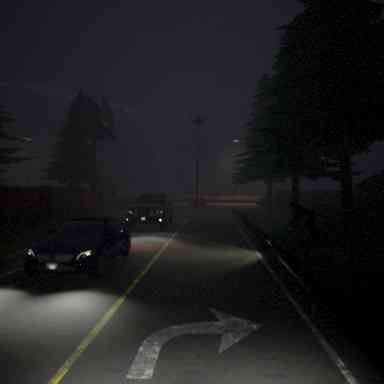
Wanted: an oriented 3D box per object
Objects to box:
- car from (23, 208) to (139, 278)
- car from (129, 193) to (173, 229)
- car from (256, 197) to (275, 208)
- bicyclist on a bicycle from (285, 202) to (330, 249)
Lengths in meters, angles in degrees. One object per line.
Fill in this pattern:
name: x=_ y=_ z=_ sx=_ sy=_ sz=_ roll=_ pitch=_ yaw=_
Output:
car: x=-3.096 y=1.434 z=10.001 sx=1.812 sy=1.442 sz=4.674 roll=1 pitch=0 yaw=3
car: x=-2.456 y=1.074 z=20.716 sx=2.150 sy=2.045 sz=5.566 roll=1 pitch=0 yaw=4
car: x=10.993 y=1.369 z=44.255 sx=4.902 sy=1.511 sz=2.128 roll=1 pitch=0 yaw=-2
bicyclist on a bicycle: x=3.937 y=1.108 z=11.730 sx=1.656 sy=1.620 sz=0.582 roll=-18 pitch=3 yaw=3
